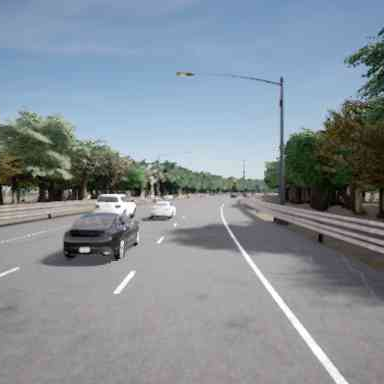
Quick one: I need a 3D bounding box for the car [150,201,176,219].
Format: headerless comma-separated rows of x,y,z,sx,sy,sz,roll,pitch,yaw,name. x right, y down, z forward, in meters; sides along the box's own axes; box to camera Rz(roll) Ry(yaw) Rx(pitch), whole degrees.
-2.444,1.531,28.795,1.812,1.442,4.674,0,0,4,car

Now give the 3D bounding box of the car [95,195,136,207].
-6.073,1.223,26.892,2.150,2.045,5.566,0,0,3,car

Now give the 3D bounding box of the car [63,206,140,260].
-3.184,1.506,12.504,1.837,1.490,4.892,0,0,2,car
